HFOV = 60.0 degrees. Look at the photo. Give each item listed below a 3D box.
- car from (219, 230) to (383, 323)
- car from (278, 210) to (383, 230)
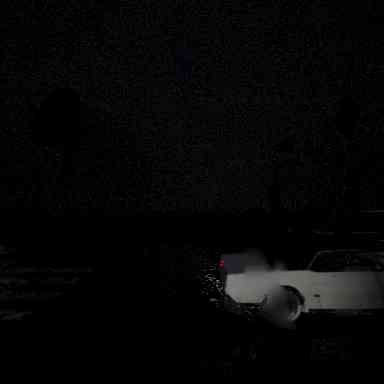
[{"bbox_3d":[2.937,1.573,6.479,4.718,1.301,1.895,0,1,1],"label":"car"},{"bbox_3d":[4.329,1.297,9.401,4.553,1.767,2.097,-1,0,1],"label":"car"}]
